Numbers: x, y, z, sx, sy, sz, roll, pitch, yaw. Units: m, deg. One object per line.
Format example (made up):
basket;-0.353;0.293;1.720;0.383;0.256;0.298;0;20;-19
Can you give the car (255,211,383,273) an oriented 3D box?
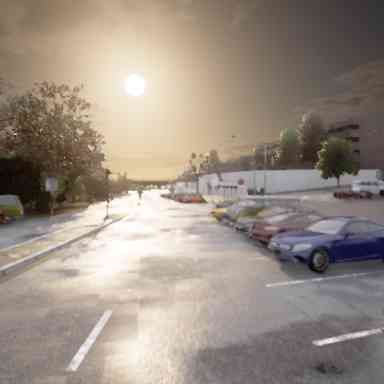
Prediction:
car;4.637;1.495;10.483;4.674;1.452;2.002;1;0;-22

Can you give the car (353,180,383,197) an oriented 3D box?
car;22.189;-0.461;40.497;2.435;2.045;5.566;-7;4;-28

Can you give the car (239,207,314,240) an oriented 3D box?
car;4.552;1.487;13.507;4.674;1.452;2.002;1;0;-22

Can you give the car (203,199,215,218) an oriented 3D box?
car;3.893;1.413;25.503;5.366;1.575;1.946;1;0;-23

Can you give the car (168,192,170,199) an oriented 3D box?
car;-3.351;1.311;93.044;4.553;1.767;2.185;0;0;-29

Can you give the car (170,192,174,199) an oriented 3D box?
car;-2.006;1.212;84.147;5.566;2.045;2.435;0;0;-29

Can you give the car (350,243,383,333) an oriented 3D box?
car;4.735;1.509;4.447;4.674;1.452;2.002;1;0;-21

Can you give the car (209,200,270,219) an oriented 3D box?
car;4.079;1.446;28.558;4.792;1.488;2.163;1;0;-24

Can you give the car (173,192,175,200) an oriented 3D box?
car;-0.675;1.245;75.232;5.566;2.045;2.435;0;0;-28

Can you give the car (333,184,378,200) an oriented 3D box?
car;19.223;0.118;40.106;2.002;1.452;4.674;-7;4;-28

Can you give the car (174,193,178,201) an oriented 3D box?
car;-0.289;1.256;72.219;5.566;2.045;2.435;1;0;-28

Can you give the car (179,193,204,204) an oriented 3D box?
car;0.529;1.405;66.261;4.553;1.767;2.185;0;0;-28

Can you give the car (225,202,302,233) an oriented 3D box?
car;4.468;1.441;16.524;4.892;1.521;2.231;1;0;-22

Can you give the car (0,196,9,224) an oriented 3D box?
car;-13.974;1.343;20.173;4.553;1.767;2.185;-1;0;-22

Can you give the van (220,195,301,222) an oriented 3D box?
van;4.244;1.206;19.495;4.442;1.987;1.878;1;0;-23

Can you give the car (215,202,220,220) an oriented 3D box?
car;4.245;1.300;22.570;4.553;1.767;2.185;1;0;-23

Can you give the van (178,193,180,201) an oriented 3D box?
van;0.055;1.292;69.200;4.442;1.987;1.878;0;0;-28

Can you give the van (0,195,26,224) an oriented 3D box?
van;-14.044;1.236;23.166;4.442;1.987;1.878;-1;0;-23
